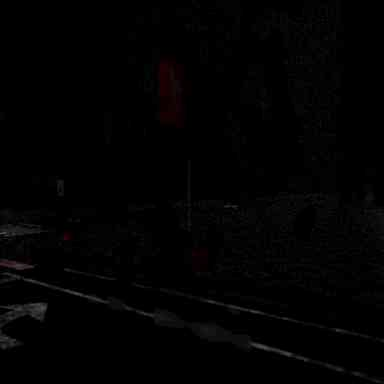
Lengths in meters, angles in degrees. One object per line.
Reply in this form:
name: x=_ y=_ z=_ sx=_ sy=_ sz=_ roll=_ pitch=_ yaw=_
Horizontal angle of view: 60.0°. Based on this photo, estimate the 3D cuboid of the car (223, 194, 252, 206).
car: x=6.159 y=1.015 z=44.547 sx=2.033 sy=1.411 sz=5.357 roll=0 pitch=1 yaw=36
